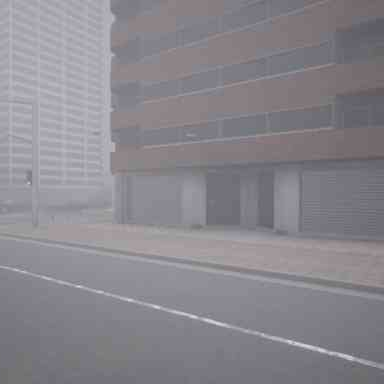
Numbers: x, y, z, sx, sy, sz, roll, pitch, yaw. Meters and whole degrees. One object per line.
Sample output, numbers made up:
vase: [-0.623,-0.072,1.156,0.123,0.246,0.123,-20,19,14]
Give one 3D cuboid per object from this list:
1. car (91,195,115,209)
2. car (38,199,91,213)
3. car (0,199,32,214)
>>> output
car: [-12.779,1.504,44.135,1.837,1.490,4.892,0,0,35]
car: [-13.867,1.600,36.443,1.895,1.301,4.718,0,0,35]
car: [-18.731,1.477,35.579,1.882,1.535,5.008,0,0,35]
